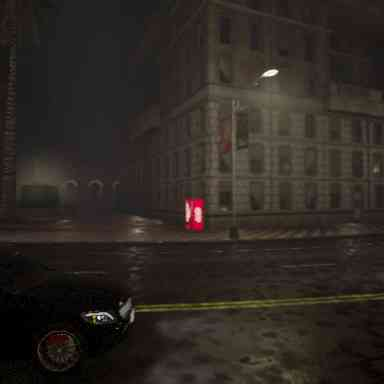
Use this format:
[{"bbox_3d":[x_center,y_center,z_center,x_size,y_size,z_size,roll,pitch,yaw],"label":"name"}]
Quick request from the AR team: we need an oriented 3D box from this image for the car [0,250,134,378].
[{"bbox_3d":[-3.249,1.639,5.014,4.674,1.442,1.812,0,-1,-2],"label":"car"}]
